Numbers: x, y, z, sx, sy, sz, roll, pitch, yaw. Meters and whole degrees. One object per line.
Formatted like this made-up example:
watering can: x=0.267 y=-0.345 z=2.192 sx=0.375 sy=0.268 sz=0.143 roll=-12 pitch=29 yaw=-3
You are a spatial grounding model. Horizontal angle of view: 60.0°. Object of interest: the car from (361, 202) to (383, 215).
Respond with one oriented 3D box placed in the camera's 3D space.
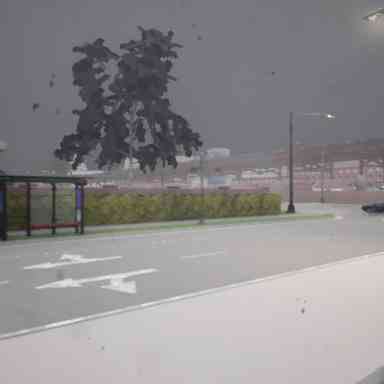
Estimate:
car: x=19.442 y=1.622 z=32.737 sx=1.895 sy=1.301 sz=4.718 roll=0 pitch=0 yaw=-34
